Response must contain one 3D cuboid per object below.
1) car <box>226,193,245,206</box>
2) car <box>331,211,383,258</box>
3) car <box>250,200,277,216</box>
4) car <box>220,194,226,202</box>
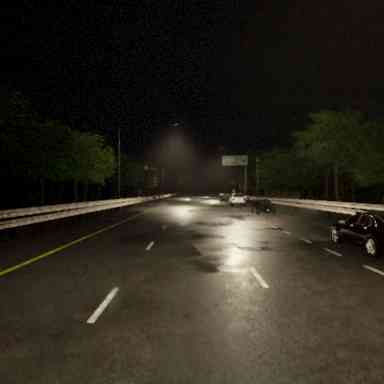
[{"bbox_3d":[7.137,1.234,53.018,2.150,2.045,5.566,0,0,0],"label":"car"},{"bbox_3d":[7.005,1.505,12.726,1.837,1.490,4.892,0,0,0],"label":"car"},{"bbox_3d":[7.049,1.531,32.978,1.812,1.442,4.674,0,0,0],"label":"car"},{"bbox_3d":[7.274,1.329,73.738,2.097,1.767,4.553,0,0,0],"label":"car"}]
